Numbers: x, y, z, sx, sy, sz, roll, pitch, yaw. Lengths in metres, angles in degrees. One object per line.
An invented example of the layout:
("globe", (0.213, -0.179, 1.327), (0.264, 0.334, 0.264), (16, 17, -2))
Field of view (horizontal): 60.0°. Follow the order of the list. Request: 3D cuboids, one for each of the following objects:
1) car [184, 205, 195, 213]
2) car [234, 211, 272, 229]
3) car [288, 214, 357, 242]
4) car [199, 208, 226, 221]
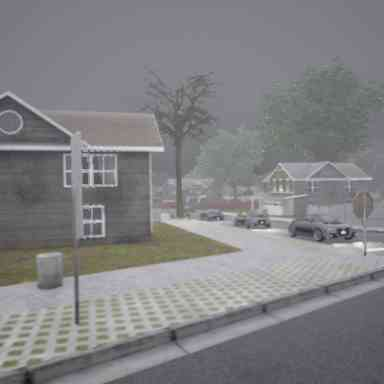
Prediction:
("car", (-0.728, 3.253, 63.903), (1.812, 1.442, 4.674), (-1, -1, -15))
("car", (5.019, 2.289, 28.008), (1.994, 1.385, 4.181), (-1, -2, -13))
("car", (7.265, 1.967, 18.951), (1.994, 1.385, 4.181), (-1, -2, -14))
("car", (2.286, 2.652, 39.313), (2.033, 1.411, 5.357), (-1, -2, -13))
